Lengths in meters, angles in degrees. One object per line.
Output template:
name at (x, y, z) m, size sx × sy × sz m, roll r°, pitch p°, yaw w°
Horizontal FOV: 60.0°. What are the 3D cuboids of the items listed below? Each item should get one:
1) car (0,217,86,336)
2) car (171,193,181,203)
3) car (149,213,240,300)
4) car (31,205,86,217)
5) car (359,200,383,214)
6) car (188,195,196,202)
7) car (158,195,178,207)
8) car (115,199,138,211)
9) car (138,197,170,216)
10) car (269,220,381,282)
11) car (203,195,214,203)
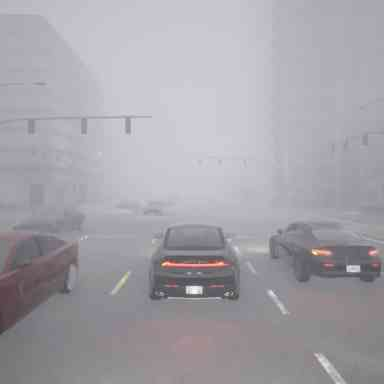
car at (-3.599, 1.477, 5.945) m, size 1.882 × 1.535 × 5.008 m, roll 0°, pitch 0°, yaw 0°
car at (-3.492, 1.217, 69.088) m, size 2.150 × 2.045 × 5.566 m, roll 0°, pitch 0°, yaw 0°
car at (0.059, 1.504, 8.366) m, size 1.837 × 1.490 × 4.892 m, roll 0°, pitch 0°, yaw 0°
car at (-7.098, 1.476, 17.425) m, size 1.882 × 1.535 × 5.008 m, roll 0°, pitch 0°, yaw 0°
car at (20.850, 1.545, 35.482) m, size 5.357 × 1.411 × 2.033 m, roll 0°, pitch 0°, yaw 1°
car at (0.009, 1.358, 73.874) m, size 2.128 × 1.511 × 4.902 m, roll 0°, pitch 0°, yaw 0°
car at (-3.590, 1.560, 49.456) m, size 1.994 × 1.385 × 4.181 m, roll 0°, pitch 0°, yaw 0°
car at (-7.915, 1.561, 41.604) m, size 1.994 × 1.385 × 4.181 m, roll 0°, pitch 0°, yaw 14°
car at (-3.596, 1.545, 32.670) m, size 2.033 × 1.411 × 5.357 m, roll 0°, pitch 0°, yaw 0°
car at (3.565, 1.525, 9.622) m, size 1.812 × 1.442 × 4.674 m, roll 0°, pitch 0°, yaw 0°
car at (3.551, 1.497, 71.109) m, size 1.837 × 1.490 × 4.892 m, roll 0°, pitch 0°, yaw 0°
